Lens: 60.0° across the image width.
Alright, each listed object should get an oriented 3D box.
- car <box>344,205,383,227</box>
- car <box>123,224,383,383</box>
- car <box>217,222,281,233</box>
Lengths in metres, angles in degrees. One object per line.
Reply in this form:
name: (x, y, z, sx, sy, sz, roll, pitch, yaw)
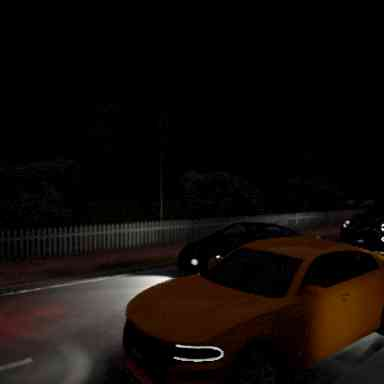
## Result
car: (8.515, 1.361, 14.541, 4.553, 1.767, 2.097, 0, 0, -36)
car: (1.425, 1.484, 5.040, 5.008, 1.535, 1.882, 0, 0, -36)
car: (1.672, 1.578, 9.555, 4.181, 1.385, 1.994, 0, 0, -36)
